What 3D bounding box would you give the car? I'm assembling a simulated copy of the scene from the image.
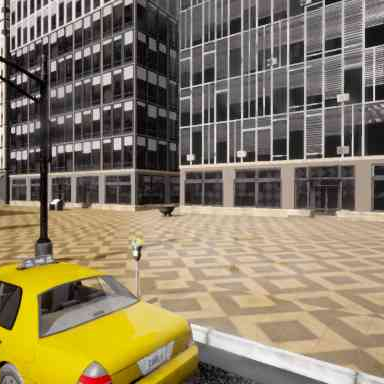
[{"bbox_3d":[-2.207,1.525,4.466,4.829,1.417,1.752,0,0,36],"label":"car"}]
